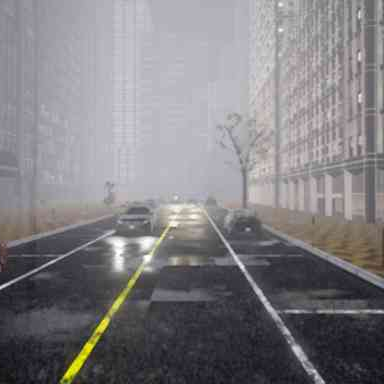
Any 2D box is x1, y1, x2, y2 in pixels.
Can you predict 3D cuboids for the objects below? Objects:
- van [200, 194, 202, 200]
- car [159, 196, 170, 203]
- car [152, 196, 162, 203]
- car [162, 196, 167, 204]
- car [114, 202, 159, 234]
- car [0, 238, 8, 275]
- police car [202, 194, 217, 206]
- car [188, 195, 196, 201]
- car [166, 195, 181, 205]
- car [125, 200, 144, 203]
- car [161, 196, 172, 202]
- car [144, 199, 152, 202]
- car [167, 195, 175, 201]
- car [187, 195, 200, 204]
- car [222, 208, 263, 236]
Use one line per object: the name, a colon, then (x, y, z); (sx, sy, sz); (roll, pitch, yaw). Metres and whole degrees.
van: (2.713, 1.381, 85.882); (1.690, 1.788, 3.998); (1, 0, 0)
car: (-5.672, 1.616, 68.961); (1.802, 1.307, 4.206); (1, 0, 0)
car: (-5.675, 1.592, 46.390); (1.947, 1.339, 4.313); (1, 0, 0)
car: (-5.672, 1.472, 63.318); (1.967, 1.590, 4.097); (1, 0, 0)
car: (-3.096, 1.538, 19.372); (1.812, 1.442, 4.674); (0, 0, 0)
car: (-5.680, 1.549, 6.890); (1.887, 1.381, 4.507); (1, 0, 0)
police car: (3.008, 1.455, 53.759); (1.930, 1.638, 5.238); (0, 0, 0)
car: (0.013, 1.406, 82.311); (1.994, 1.385, 4.181); (0, 0, 0)
car: (-3.020, 1.579, 61.433); (2.033, 1.411, 5.357); (0, 0, 1)
car: (-5.677, 1.543, 29.292); (1.752, 1.417, 4.829); (1, 0, 0)
car: (-5.672, 1.602, 74.603); (1.947, 1.339, 4.313); (1, 0, 0)
car: (-5.676, 1.566, 35.104); (1.887, 1.381, 4.507); (1, 0, 0)
car: (-5.670, 1.606, 91.532); (1.947, 1.339, 4.313); (1, 0, 0)
car: (0.010, 1.591, 66.679); (1.994, 1.385, 4.181); (0, 0, 0)
car: (2.702, 1.563, 18.186); (2.008, 1.369, 4.403); (1, 0, 0)
